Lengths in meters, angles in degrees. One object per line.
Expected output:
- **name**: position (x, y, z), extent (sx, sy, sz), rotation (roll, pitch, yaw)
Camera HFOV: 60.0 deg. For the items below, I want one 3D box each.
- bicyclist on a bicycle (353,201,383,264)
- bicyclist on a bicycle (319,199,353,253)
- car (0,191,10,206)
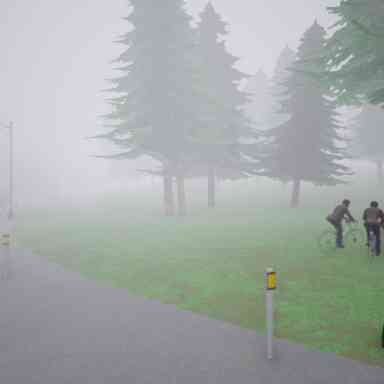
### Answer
- **bicyclist on a bicycle**: position (5.008, 1.087, 9.158), extent (0.582, 1.620, 1.656), rotation (-1, 1, 37)
- **bicyclist on a bicycle**: position (4.583, 1.045, 10.168), extent (1.656, 1.620, 0.582), rotation (-1, 2, -15)
- **car**: position (-22.590, 0.626, 38.719), extent (2.097, 1.767, 4.553), rotation (0, 3, -13)
